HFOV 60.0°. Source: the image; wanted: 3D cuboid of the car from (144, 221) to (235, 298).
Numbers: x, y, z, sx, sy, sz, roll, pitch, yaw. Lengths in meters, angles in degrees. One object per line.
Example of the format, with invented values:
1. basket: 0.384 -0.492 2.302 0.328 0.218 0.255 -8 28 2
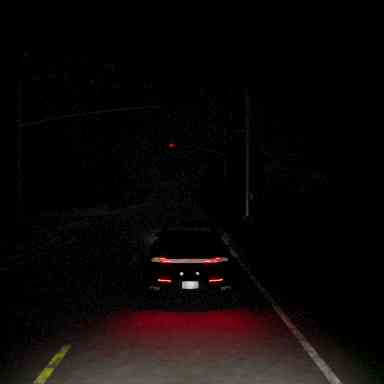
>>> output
1. car: -0.071 1.492 8.530 2.128 1.511 4.902 0 0 -1
